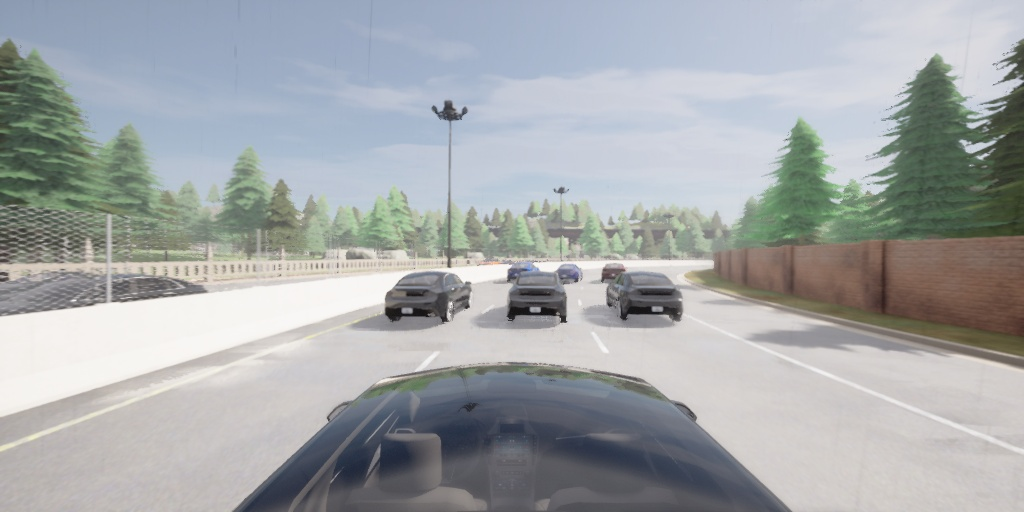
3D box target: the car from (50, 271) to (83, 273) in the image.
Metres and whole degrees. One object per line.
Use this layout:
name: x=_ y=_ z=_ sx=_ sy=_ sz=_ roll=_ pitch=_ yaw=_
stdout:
car: x=-13.416 y=1.275 z=11.552 sx=1.994 sy=1.385 sz=4.181 roll=0 pitch=0 yaw=7

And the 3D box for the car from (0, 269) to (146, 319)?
car: x=-16.726 y=1.265 z=13.213 sx=1.994 sy=1.385 sz=4.181 roll=0 pitch=0 yaw=7

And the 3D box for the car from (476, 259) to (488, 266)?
car: x=-3.506 y=1.165 z=54.330 sx=2.097 sy=1.767 sz=4.553 roll=0 pitch=0 yaw=30

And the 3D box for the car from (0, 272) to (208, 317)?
car: x=-10.158 y=1.225 z=8.763 sx=1.837 sy=1.490 sz=4.892 roll=0 pitch=0 yaw=5

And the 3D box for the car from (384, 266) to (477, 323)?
car: x=-2.605 y=1.260 z=12.213 sx=1.837 sy=1.490 sz=4.892 roll=0 pitch=0 yaw=6

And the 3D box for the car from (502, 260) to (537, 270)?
car: x=1.052 y=1.272 z=29.312 sx=1.882 sy=1.535 sz=5.008 roll=0 pitch=0 yaw=17

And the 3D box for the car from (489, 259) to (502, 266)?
car: x=-1.066 y=1.383 z=51.559 sx=1.994 sy=1.385 sz=4.181 roll=0 pitch=0 yaw=29

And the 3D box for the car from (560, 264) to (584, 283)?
car: x=4.597 y=1.334 z=28.945 sx=1.812 sy=1.442 sz=4.674 roll=0 pitch=0 yaw=17

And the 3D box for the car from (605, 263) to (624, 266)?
car: x=8.496 y=1.302 z=29.577 sx=1.882 sy=1.535 sz=5.008 roll=0 pitch=0 yaw=19

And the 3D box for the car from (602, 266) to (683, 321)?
car: x=4.516 y=1.289 z=12.760 sx=1.837 sy=1.490 sz=4.892 roll=0 pitch=0 yaw=7

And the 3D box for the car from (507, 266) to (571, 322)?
car: x=0.954 y=1.275 z=12.527 sx=1.837 sy=1.490 sz=4.892 roll=0 pitch=0 yaw=7
